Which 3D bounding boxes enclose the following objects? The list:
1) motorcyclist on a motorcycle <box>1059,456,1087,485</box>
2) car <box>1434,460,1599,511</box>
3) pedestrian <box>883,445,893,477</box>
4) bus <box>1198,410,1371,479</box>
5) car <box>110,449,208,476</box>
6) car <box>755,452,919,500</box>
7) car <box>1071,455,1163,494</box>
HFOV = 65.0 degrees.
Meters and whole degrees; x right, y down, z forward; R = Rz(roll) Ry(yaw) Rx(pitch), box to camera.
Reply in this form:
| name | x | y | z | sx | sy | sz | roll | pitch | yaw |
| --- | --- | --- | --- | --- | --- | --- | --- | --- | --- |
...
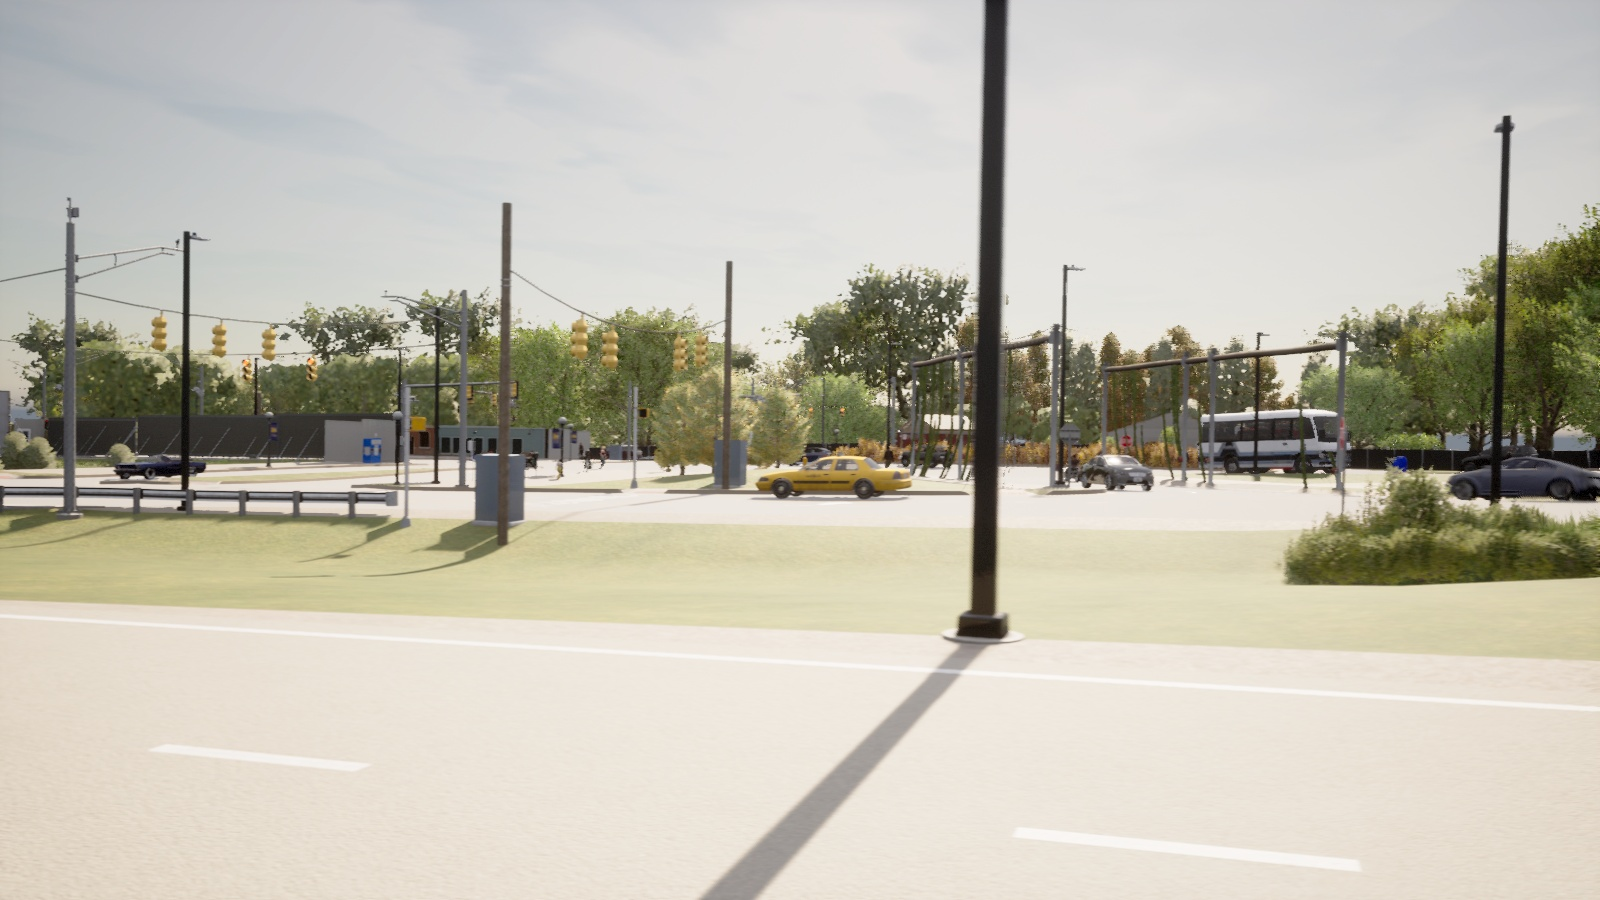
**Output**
| name | x | y | z | sx | sy | sz | roll | pitch | yaw |
| --- | --- | --- | --- | --- | --- | --- | --- | --- | --- |
| motorcyclist on a motorcycle | 15.855 | 1.178 | 73.009 | 0.766 | 1.649 | 2.350 | 1 | 0 | -8 |
| car | 21.786 | 1.090 | 38.019 | 1.994 | 1.385 | 4.181 | 4 | -4 | -39 |
| pedestrian | 5.190 | 0.626 | 74.125 | 0.431 | 1.840 | 0.703 | 1 | 1 | -7 |
| bus | 31.459 | -0.217 | 82.191 | 3.944 | 4.253 | 10.273 | 0 | -1 | -31 |
| car | -34.324 | 0.652 | 67.388 | 1.895 | 1.301 | 4.718 | 1 | 1 | 18 |
| car | 1.285 | 0.861 | 43.238 | 5.366 | 1.575 | 1.801 | 0 | 1 | 18 |
| car | 13.364 | 1.022 | 53.278 | 2.128 | 1.511 | 4.902 | 1 | -1 | -7 |
